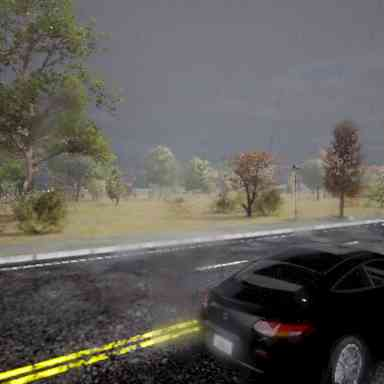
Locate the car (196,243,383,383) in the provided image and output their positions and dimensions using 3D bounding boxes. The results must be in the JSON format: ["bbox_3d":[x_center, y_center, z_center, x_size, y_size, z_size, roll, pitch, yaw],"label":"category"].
[{"bbox_3d":[2.206,1.533,5.063,4.674,1.442,1.812,0,0,-36],"label":"car"}]
